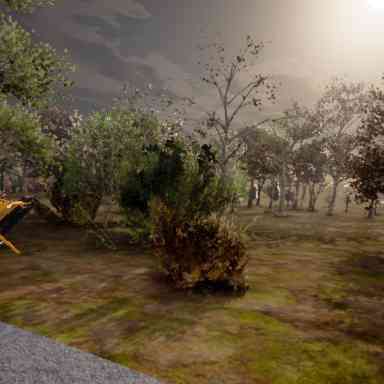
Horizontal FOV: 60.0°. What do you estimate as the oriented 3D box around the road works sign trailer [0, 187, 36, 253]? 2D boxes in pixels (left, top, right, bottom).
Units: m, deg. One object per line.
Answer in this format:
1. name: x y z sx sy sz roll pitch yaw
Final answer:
1. road works sign trailer: -7.413 1.193 13.061 2.880 2.380 3.560 46 -7 -7
